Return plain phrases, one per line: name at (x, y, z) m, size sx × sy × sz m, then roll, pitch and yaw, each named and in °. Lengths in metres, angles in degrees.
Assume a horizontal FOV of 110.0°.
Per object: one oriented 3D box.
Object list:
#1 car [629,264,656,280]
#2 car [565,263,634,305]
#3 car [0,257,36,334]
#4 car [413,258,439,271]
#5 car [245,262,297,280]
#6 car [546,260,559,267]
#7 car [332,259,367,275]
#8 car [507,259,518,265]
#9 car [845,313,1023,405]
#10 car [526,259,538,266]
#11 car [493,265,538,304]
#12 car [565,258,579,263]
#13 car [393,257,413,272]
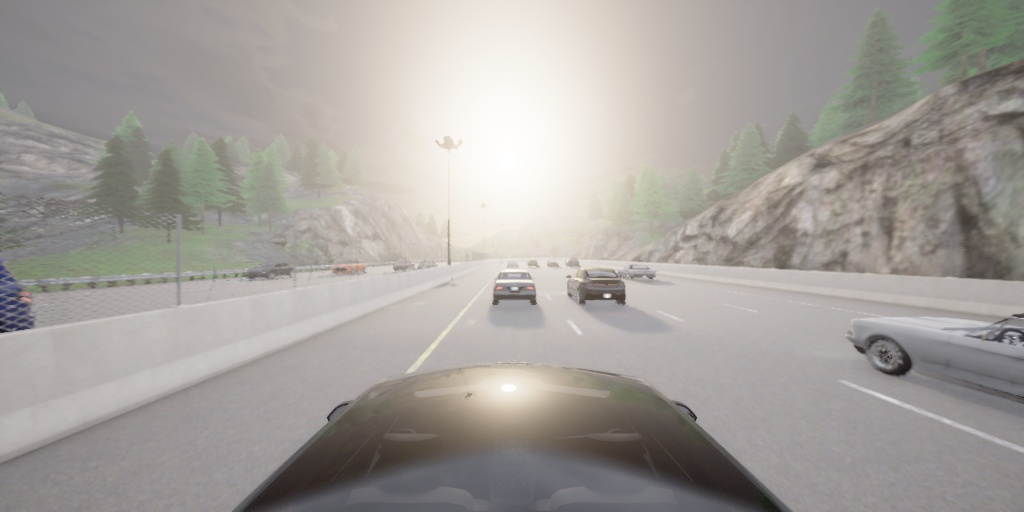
car at (10.622, 1.352, 30.911) m, size 1.895 × 1.301 × 4.718 m, roll 0°, pitch 0°, yaw 0°
car at (3.612, 1.256, 15.995) m, size 1.837 × 1.490 × 4.892 m, roll 0°, pitch 0°, yaw 0°
car at (-10.597, 0.976, 4.753) m, size 2.150 × 2.045 × 5.566 m, roll 0°, pitch 0°, yaw 0°
car at (-10.531, 1.248, 45.390) m, size 2.128 × 1.511 × 4.902 m, roll 0°, pitch 0°, yaw 0°
car at (-21.058, 1.260, 31.551) m, size 1.837 × 1.490 × 4.892 m, roll 0°, pitch 0°, yaw 0°
car at (7.151, 1.356, 64.181) m, size 1.895 × 1.301 × 4.718 m, roll 0°, pitch 0°, yaw 0°
car at (-17.543, 1.110, 38.923) m, size 2.097 × 1.767 × 4.553 m, roll 0°, pitch 0°, yaw 0°
car at (0.147, 1.282, 64.828) m, size 1.812 × 1.442 × 4.674 m, roll 0°, pitch 0°, yaw 0°
car at (7.153, 1.350, 4.507) m, size 1.895 × 1.301 × 4.718 m, roll 0°, pitch 0°, yaw 0°
car at (3.649, 1.261, 64.709) m, size 1.837 × 1.490 × 4.892 m, roll 0°, pitch 0°, yaw 0°
car at (0.105, 1.299, 16.232) m, size 2.033 × 1.411 × 5.357 m, roll 0°, pitch 0°, yaw 0°
car at (10.649, 1.107, 63.822) m, size 2.097 × 1.767 × 4.553 m, roll 0°, pitch 0°, yaw 0°
car at (-14.028, 1.262, 47.160) m, size 1.837 × 1.490 × 4.892 m, roll 0°, pitch 0°, yaw 1°
